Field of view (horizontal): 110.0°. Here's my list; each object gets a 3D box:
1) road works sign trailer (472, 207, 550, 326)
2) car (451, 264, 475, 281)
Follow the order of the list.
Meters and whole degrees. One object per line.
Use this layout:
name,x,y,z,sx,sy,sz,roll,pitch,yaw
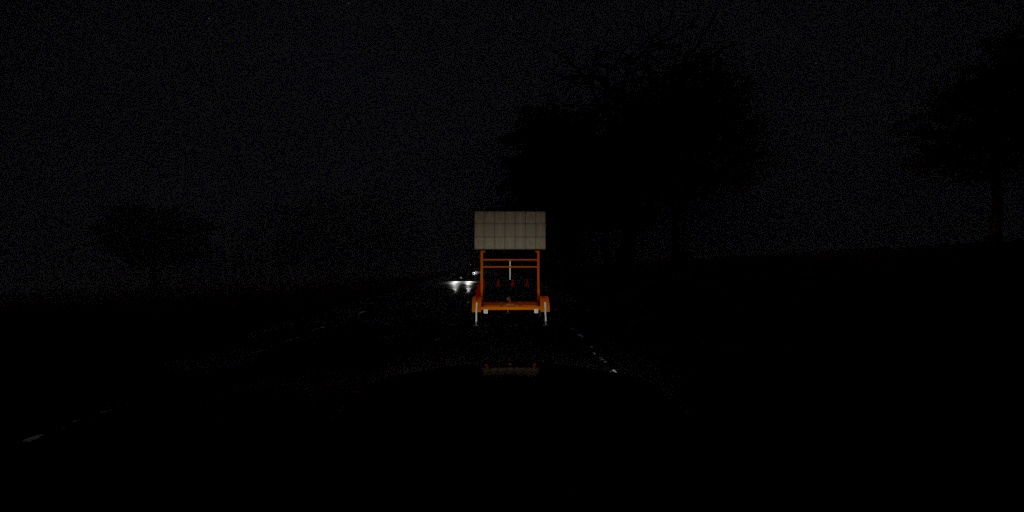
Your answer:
road works sign trailer,-0.066,0.231,11.701,2.380,3.560,2.880,0,0,-2
car,-4.711,1.598,34.586,2.033,1.411,5.357,0,-1,-4
